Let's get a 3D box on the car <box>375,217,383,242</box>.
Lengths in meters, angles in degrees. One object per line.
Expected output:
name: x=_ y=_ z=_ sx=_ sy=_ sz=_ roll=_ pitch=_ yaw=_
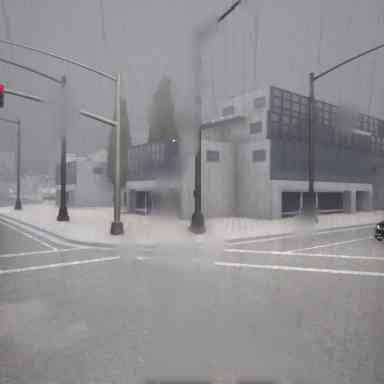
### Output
car: x=10.356 y=1.546 z=15.510 sx=4.902 sy=1.511 sz=2.128 roll=0 pitch=0 yaw=-38

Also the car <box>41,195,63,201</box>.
car: x=-36.410 y=1.452 z=86.409 sx=4.902 sy=1.511 sz=2.128 roll=0 pitch=0 yaw=2

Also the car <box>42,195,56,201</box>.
car: x=-34.110 y=1.459 z=83.010 sx=4.902 sy=1.511 sz=2.128 roll=0 pitch=0 yaw=-3
